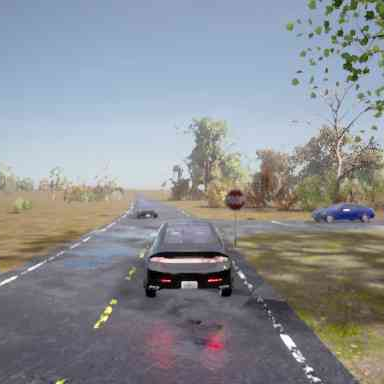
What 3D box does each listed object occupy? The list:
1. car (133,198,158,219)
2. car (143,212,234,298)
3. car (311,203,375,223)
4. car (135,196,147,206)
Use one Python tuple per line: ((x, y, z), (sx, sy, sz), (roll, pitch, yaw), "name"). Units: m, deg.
((-4.220, 1.532, 29.630), (2.033, 1.411, 5.357), (0, 0, -14), "car")
((-0.106, 1.488, 8.525), (2.128, 1.511, 4.902), (0, 0, -1), "car")
((11.384, 1.545, 25.119), (4.674, 1.442, 1.812), (0, 0, -9), "car")
((-8.509, 1.490, 55.377), (1.812, 1.442, 4.674), (0, 0, -9), "car")
